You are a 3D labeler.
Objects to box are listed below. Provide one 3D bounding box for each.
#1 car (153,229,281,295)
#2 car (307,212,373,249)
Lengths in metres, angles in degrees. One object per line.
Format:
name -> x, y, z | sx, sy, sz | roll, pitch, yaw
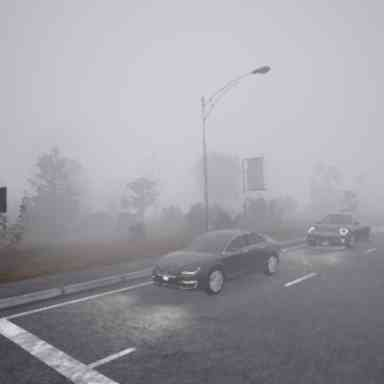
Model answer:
car -> 0.973, 1.969, 10.256 | 1.837, 1.490, 4.892 | -4, -4, 43
car -> 7.934, 1.927, 17.762 | 2.097, 1.767, 4.553 | -4, -4, 43
